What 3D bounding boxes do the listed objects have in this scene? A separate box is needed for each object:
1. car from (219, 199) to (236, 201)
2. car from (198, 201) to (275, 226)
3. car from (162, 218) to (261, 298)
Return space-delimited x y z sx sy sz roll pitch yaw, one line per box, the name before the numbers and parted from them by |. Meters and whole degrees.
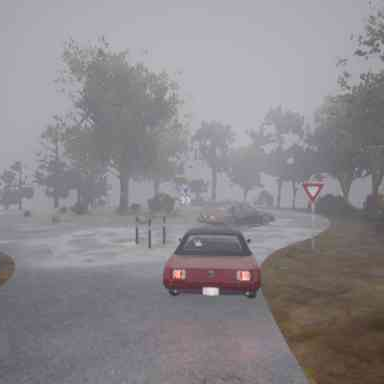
car | 4.128 1.476 42.334 4.718 1.301 1.895 0 0 44
car | 2.838 1.485 21.192 5.357 1.411 2.033 0 0 -33
car | 0.569 1.575 8.465 1.895 1.301 4.718 0 0 5
